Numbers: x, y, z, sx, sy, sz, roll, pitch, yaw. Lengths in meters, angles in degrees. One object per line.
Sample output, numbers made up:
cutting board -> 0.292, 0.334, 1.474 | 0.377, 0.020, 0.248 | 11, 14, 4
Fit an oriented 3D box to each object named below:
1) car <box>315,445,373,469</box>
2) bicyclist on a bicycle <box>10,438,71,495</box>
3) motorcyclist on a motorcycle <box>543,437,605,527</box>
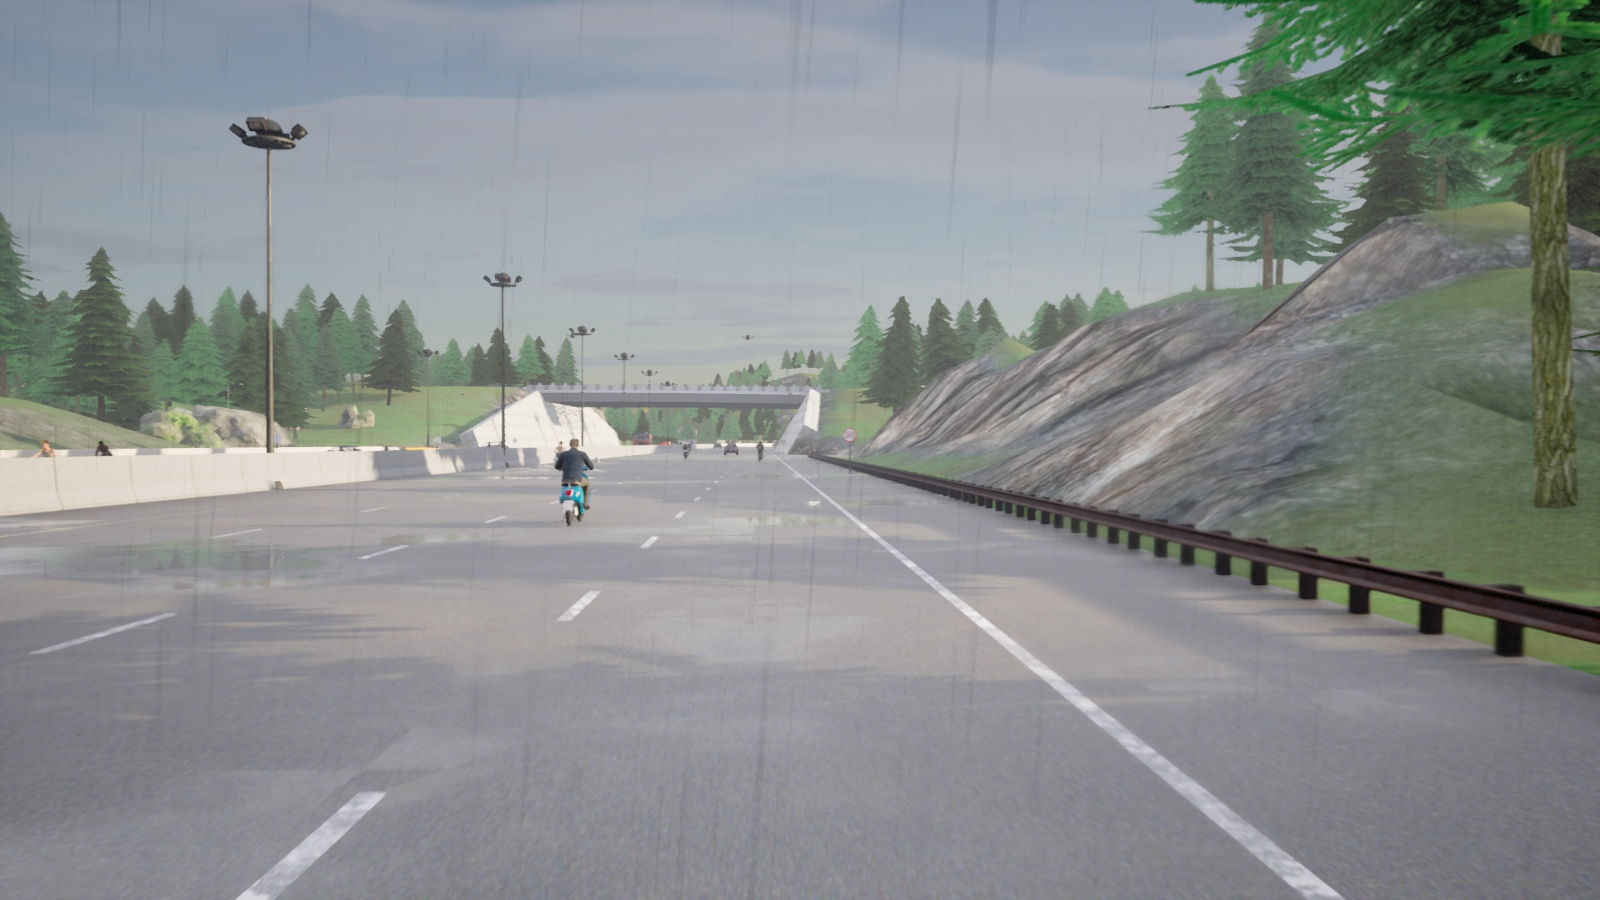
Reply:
car -> -26.778, 0.379, 73.847 | 1.994, 1.385, 4.181 | 0, 0, -2
bicyclist on a bicycle -> -22.078, 0.465, 36.537 | 0.866, 1.612, 1.509 | 0, 0, -2
motorcyclist on a motorcycle -> -4.145, 0.567, 23.156 | 0.866, 1.590, 1.817 | 0, 0, -2
